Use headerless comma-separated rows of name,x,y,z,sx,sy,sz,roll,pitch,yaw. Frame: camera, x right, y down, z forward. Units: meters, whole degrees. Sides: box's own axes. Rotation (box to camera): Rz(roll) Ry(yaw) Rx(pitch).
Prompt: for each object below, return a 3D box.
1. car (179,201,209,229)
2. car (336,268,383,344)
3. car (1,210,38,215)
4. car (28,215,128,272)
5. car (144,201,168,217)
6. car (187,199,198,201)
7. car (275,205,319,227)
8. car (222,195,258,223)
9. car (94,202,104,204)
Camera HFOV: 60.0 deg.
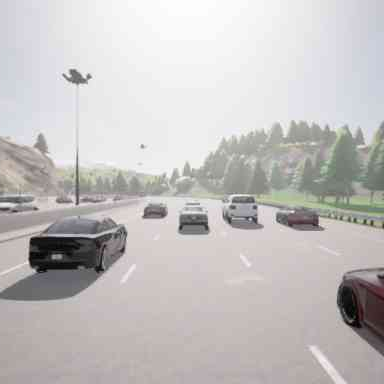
car,0.106,1.551,21.711,2.033,1.411,5.357,0,0,0
car,3.601,1.564,4.337,1.994,1.385,4.181,0,0,0
car,-14.092,1.229,26.097,2.150,2.045,5.566,0,0,0
car,-3.397,1.480,10.847,1.882,1.535,5.008,0,0,0
car,-3.391,1.569,31.670,1.994,1.385,4.181,0,0,0
car,0.109,1.554,40.904,2.033,1.411,5.357,0,0,0
car,7.106,1.567,22.860,1.994,1.385,4.181,0,0,0
car,3.606,1.225,25.558,2.150,2.045,5.566,0,0,0
car,-18.029,1.553,65.705,2.033,1.411,5.357,0,0,-5
